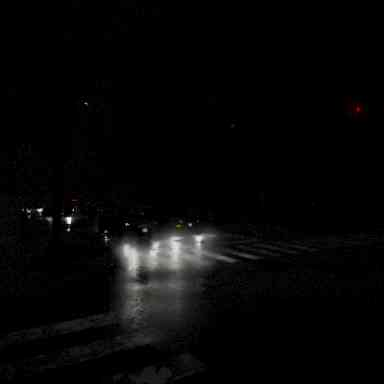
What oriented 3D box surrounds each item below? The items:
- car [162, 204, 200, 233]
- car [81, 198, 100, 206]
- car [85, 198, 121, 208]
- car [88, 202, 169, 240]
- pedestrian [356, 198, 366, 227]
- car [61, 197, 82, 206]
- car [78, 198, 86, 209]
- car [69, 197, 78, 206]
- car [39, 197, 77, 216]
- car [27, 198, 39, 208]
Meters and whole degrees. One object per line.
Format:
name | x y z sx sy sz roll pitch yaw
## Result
car | -1.410 1.526 20.000 1.837 1.490 4.892 1 0 -33
car | -17.448 1.692 57.266 1.895 1.301 4.718 1 0 -33
car | -7.760 1.529 29.920 1.837 1.490 4.892 1 -1 -33
car | -3.437 1.472 17.148 2.128 1.511 4.902 1 0 -33
pedestrian | 10.722 1.294 21.211 0.375 1.860 0.375 1 -1 -33
car | -20.167 1.543 55.489 2.128 1.511 4.902 1 0 -33
car | -14.851 1.607 47.290 2.033 1.411 5.357 1 0 -32
car | -17.673 1.566 45.507 2.033 1.411 5.357 1 0 -32
car | -13.066 1.529 32.179 2.033 1.411 5.357 1 0 -33
car | -22.492 1.539 47.070 1.812 1.442 4.674 1 0 -33
